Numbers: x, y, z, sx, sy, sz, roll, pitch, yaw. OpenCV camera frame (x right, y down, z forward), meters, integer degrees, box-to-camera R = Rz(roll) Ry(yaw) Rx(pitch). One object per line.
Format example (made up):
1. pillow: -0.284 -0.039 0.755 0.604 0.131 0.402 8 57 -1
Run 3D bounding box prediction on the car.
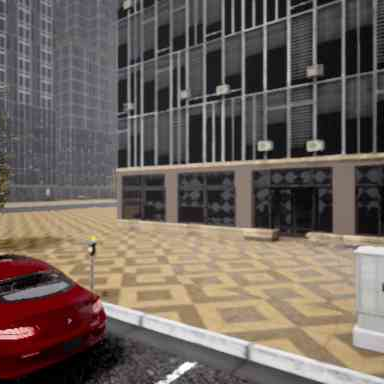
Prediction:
1. car: -3.073 1.639 5.063 4.206 1.307 1.802 -1 0 36
